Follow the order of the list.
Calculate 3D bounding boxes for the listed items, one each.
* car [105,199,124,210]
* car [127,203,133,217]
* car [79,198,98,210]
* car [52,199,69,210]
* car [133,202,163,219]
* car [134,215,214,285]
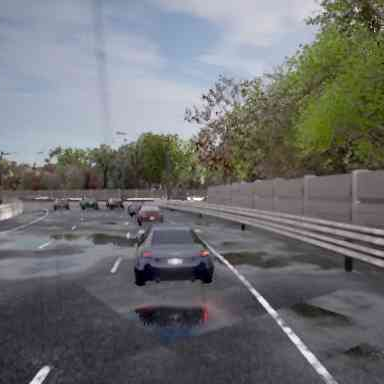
[{"bbox_3d":[-11.047,1.707,47.343,1.837,1.490,4.892,0,0,-25],"label":"car"},{"bbox_3d":[-5.451,1.706,33.726,1.994,1.385,4.181,0,0,-15],"label":"car"},{"bbox_3d":[-14.423,1.555,46.242,2.097,1.767,4.553,0,0,-25],"label":"car"},{"bbox_3d":[-18.225,1.699,46.103,2.128,1.511,4.902,0,0,-26],"label":"car"},{"bbox_3d":[-3.220,1.629,24.920,1.812,1.442,4.674,0,0,-13],"label":"car"},{"bbox_3d":[-0.628,1.605,9.765,1.994,1.385,4.181,0,0,-7],"label":"car"}]
